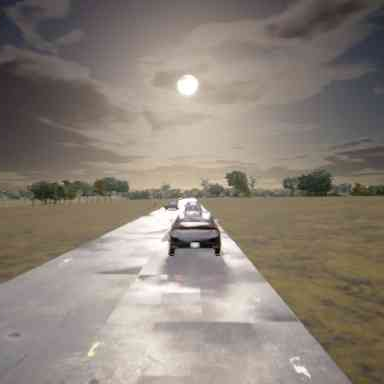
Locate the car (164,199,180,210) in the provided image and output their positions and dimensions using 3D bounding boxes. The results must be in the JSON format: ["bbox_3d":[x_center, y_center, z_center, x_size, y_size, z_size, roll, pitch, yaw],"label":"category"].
[{"bbox_3d":[-2.798,1.722,46.331,1.837,1.490,4.892,0,-1,0],"label":"car"}]

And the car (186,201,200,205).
[{"bbox_3d":[0.109,1.683,35.847,2.033,1.411,5.357,0,0,0],"label":"car"}]

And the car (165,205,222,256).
[{"bbox_3d":[0.098,1.500,13.192,2.128,1.511,4.902,0,0,0],"label":"car"}]
